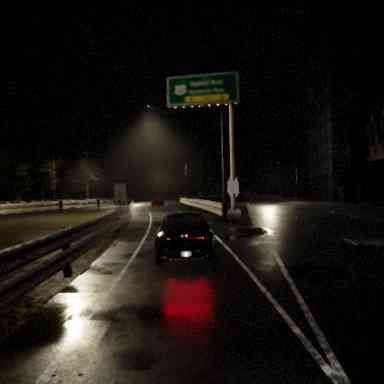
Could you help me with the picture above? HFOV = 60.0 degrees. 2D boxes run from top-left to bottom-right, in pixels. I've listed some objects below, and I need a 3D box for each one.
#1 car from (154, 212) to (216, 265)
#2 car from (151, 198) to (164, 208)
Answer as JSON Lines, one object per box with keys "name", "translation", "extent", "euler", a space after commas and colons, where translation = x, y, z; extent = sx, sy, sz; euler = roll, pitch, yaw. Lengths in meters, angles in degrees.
{"name": "car", "translation": [-0.280, 1.483, 11.698], "extent": [1.837, 1.490, 4.892], "euler": [-1, 0, -3]}
{"name": "car", "translation": [-5.449, 1.634, 52.896], "extent": [1.882, 1.535, 5.008], "euler": [-1, 0, -7]}
